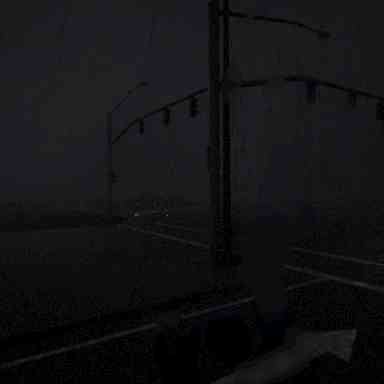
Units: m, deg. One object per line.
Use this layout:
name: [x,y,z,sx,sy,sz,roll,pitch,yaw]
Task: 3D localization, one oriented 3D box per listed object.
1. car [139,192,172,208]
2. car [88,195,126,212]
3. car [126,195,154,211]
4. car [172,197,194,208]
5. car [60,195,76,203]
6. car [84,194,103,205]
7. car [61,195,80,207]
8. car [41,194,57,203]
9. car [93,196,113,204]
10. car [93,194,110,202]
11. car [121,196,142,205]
car: [-5.341,1.077,43.949,2.150,2.045,5.566,0,0,-35]
car: [-9.836,1.397,38.138,2.128,1.511,4.902,0,0,-35]
car: [-6.736,1.407,39.812,1.812,1.442,4.674,0,0,-35]
car: [-1.921,1.379,45.154,2.033,1.411,5.357,0,0,-35]
car: [-24.318,1.315,65.288,1.837,1.490,4.892,0,0,-35]
car: [-15.607,1.358,52.612,1.882,1.535,5.008,0,0,-35]
car: [-18.489,1.469,50.619,1.994,1.385,4.181,0,0,-35]
car: [-27.218,1.202,63.326,2.097,1.767,4.553,0,0,-35]
car: [-15.862,1.457,59.186,1.895,1.301,4.718,0,0,-34]
car: [-19.244,1.232,70.253,1.882,1.535,5.008,0,0,-35]
car: [-10.533,1.397,57.599,1.994,1.385,4.181,0,0,-34]
